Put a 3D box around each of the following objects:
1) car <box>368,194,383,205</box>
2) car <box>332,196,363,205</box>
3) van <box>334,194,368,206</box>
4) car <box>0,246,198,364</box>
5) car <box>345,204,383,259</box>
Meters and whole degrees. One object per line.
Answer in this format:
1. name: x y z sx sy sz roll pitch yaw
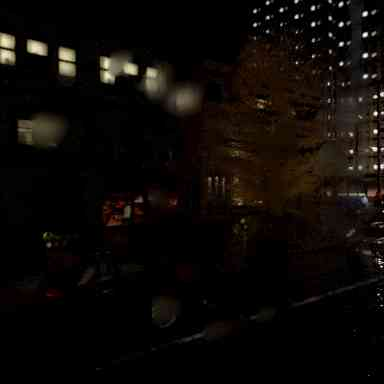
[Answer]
1. car: 24.527 1.124 39.918 2.192 1.841 5.009 -1 0 -35
2. car: 25.062 1.293 53.803 1.802 1.307 4.206 -1 0 -35
3. van: 21.357 1.142 44.462 1.690 1.788 3.998 -1 0 -35
4. car: -1.832 1.576 5.257 4.206 1.307 1.802 0 0 -35
5. car: 7.162 1.386 11.673 4.097 1.590 1.967 0 0 -35
